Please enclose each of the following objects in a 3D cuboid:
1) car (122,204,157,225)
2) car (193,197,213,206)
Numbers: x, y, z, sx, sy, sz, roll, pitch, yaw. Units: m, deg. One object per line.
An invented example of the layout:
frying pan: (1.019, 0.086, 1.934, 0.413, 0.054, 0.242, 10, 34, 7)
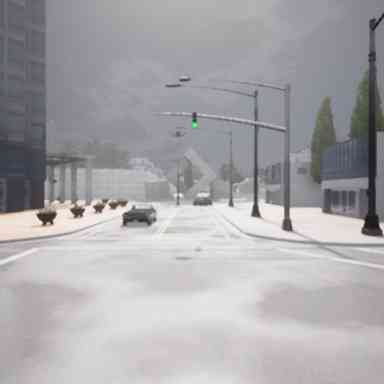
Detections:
car: (-3.597, 1.536, 23.438, 1.895, 1.301, 4.718, 0, 0, 0)
car: (1.752, 1.460, 51.781, 1.994, 1.385, 4.181, 0, 0, 22)
